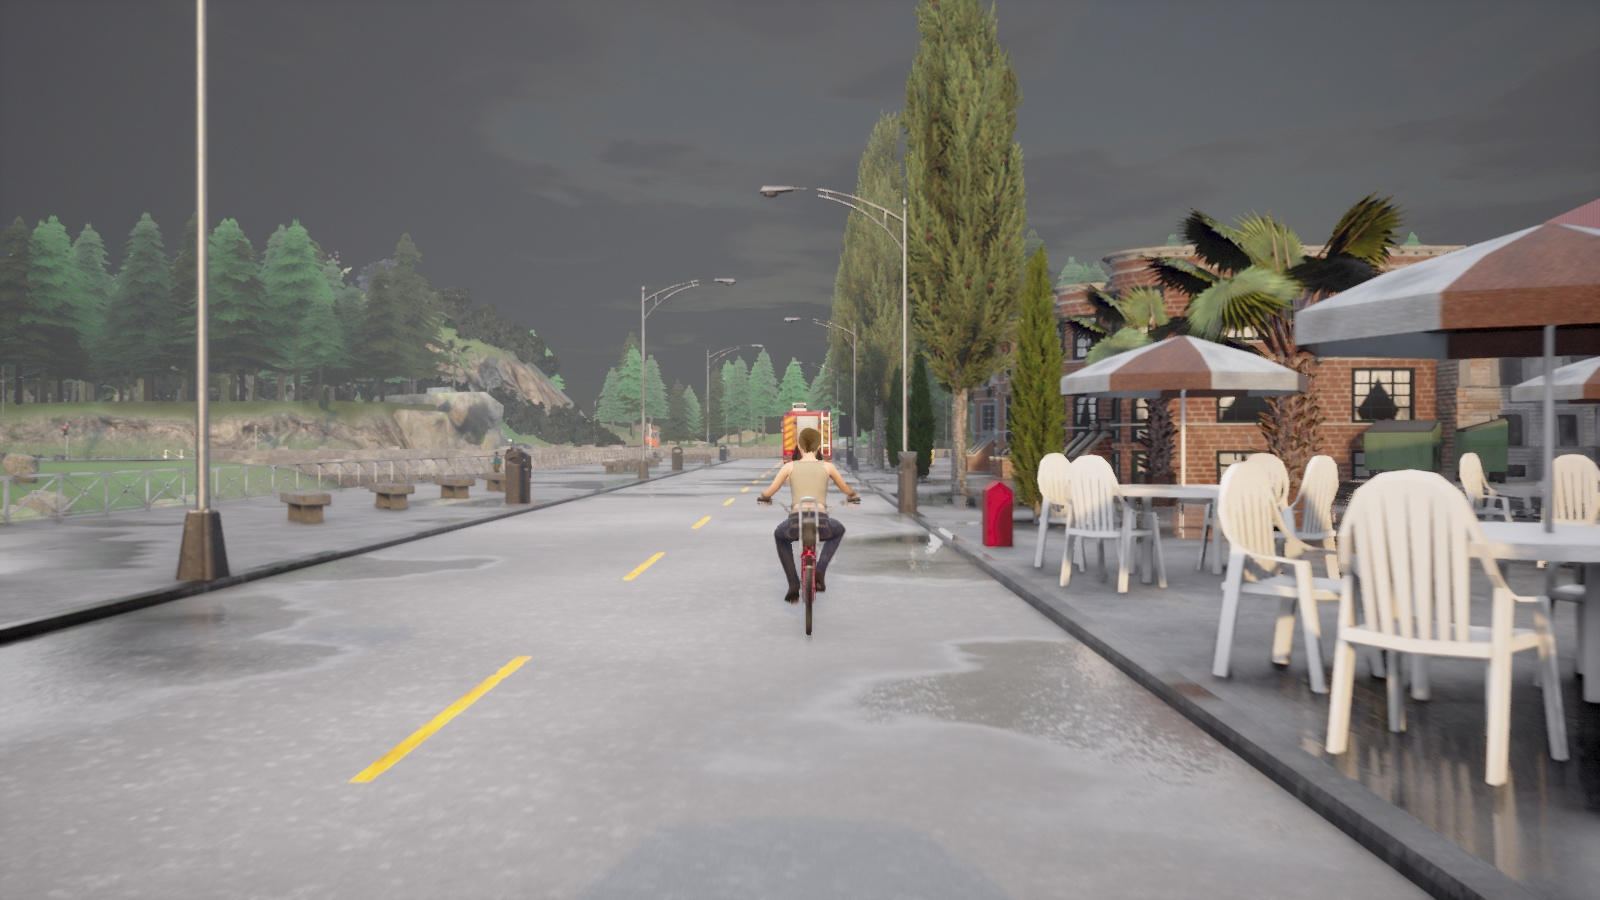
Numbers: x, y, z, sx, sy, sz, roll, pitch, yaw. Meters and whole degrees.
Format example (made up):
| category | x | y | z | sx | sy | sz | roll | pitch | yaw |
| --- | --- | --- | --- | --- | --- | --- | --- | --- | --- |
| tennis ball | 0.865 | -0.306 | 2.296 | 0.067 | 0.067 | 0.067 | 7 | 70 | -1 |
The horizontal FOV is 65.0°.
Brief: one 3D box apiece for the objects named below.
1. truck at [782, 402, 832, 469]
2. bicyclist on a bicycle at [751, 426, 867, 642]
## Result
| category | x | y | z | sx | sy | sz | roll | pitch | yaw |
| --- | --- | --- | --- | --- | --- | --- | --- | --- | --- |
| truck | 0.438 | -0.848 | 76.333 | 2.891 | 3.827 | 8.468 | 0 | 0 | 0 |
| bicyclist on a bicycle | 0.072 | 0.626 | 10.163 | 0.866 | 1.612 | 1.509 | 0 | 0 | 0 |
